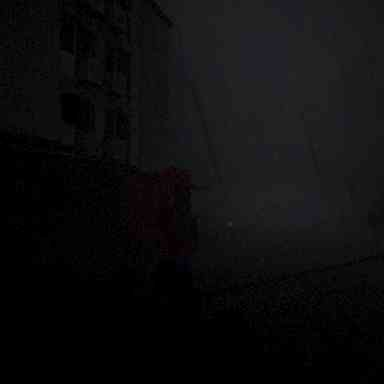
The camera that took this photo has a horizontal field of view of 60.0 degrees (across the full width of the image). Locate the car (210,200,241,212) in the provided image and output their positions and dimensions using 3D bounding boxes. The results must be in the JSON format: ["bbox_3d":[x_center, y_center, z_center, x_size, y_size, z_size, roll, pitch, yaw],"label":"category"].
[{"bbox_3d":[4.175,1.721,42.517,1.812,1.442,4.674,0,0,-35],"label":"car"}]

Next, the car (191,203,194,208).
[{"bbox_3d":[-1.578,1.759,50.602,1.994,1.385,4.181,0,0,-35],"label":"car"}]

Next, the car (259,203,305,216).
[{"bbox_3d":[9.475,1.796,35.092,1.895,1.301,4.718,0,0,-36],"label":"car"}]
